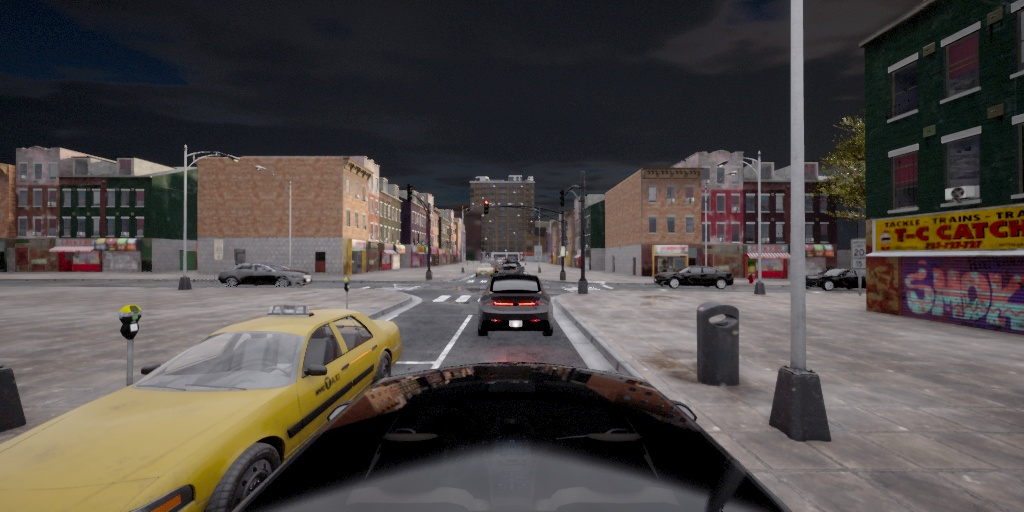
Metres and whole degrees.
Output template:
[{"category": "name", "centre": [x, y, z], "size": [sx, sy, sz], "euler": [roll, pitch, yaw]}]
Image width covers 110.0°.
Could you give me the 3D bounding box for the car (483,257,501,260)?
[{"category": "car", "centre": [-2.693, 1.100, 41.568], "size": [2.192, 1.841, 5.009], "euler": [0, 0, 0]}]

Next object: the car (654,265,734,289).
[{"category": "car", "centre": [12.255, 1.393, 24.366], "size": [5.008, 1.535, 1.882], "euler": [1, 0, 0]}]

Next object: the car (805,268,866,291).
[{"category": "car", "centre": [22.383, 1.546, 24.428], "size": [5.008, 1.535, 1.882], "euler": [1, 0, -1]}]

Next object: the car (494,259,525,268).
[{"category": "car", "centre": [-0.034, 1.278, 30.796], "size": [1.837, 1.490, 4.892], "euler": [2, 0, 6]}]

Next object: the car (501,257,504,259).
[{"category": "car", "centre": [-2.723, 1.358, 63.173], "size": [1.751, 1.417, 4.829], "euler": [0, 0, 0]}]

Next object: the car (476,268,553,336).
[{"category": "car", "centre": [0.084, 1.257, 10.381], "size": [1.837, 1.490, 4.892], "euler": [0, 0, 0]}]

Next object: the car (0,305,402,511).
[{"category": "car", "centre": [-2.641, 1.276, 3.998], "size": [1.751, 1.417, 4.829], "euler": [0, 0, 0]}]

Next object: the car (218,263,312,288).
[{"category": "car", "centre": [-14.532, 1.147, 21.242], "size": [4.902, 1.511, 2.128], "euler": [0, 0, 0]}]

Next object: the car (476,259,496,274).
[{"category": "car", "centre": [-2.685, 1.302, 35.955], "size": [1.751, 1.417, 4.829], "euler": [0, 0, 0]}]
